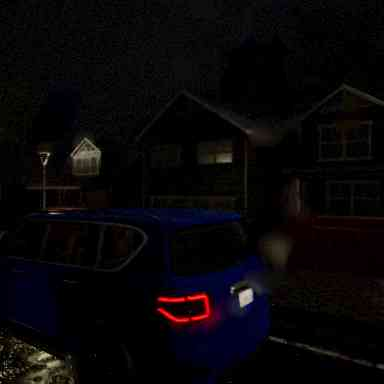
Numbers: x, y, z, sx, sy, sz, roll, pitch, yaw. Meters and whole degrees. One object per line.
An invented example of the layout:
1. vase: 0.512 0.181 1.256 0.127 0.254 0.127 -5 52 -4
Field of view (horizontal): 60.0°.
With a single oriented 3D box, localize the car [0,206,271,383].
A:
1. car: -1.596 1.252 5.131 5.566 2.045 2.150 -1 0 36
